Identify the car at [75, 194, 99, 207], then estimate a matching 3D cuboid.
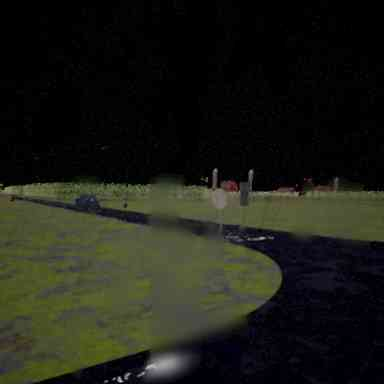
[{"bbox_3d":[-14.278,1.094,45.182,2.097,1.767,4.553,2,-1,-35],"label":"car"}]
